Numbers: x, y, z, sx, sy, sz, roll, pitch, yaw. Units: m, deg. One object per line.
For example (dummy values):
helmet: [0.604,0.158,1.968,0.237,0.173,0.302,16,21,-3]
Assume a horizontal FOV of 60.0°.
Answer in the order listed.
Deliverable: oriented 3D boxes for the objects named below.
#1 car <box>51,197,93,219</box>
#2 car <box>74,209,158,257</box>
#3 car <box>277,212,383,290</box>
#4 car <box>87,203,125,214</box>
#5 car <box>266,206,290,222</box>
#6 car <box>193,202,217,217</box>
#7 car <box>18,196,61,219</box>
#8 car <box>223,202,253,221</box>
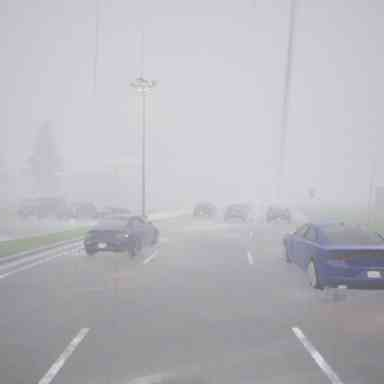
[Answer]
car: [-10.959,1.599,31.944,2.097,1.767,4.553,0,0,12]
car: [-2.684,1.623,13.357,1.812,1.442,4.674,0,0,8]
car: [3.867,1.540,9.233,1.882,1.535,5.008,0,0,4]
car: [-7.555,1.892,31.127,1.895,1.301,4.718,0,0,12]
car: [7.197,1.790,27.844,1.895,1.301,4.718,0,0,12]
car: [1.394,1.743,34.019,1.837,1.490,4.892,0,0,12]
car: [-14.405,1.454,32.576,2.150,2.045,5.566,0,-1,12]
car: [3.959,1.752,29.467,2.033,1.411,5.357,0,0,14]
